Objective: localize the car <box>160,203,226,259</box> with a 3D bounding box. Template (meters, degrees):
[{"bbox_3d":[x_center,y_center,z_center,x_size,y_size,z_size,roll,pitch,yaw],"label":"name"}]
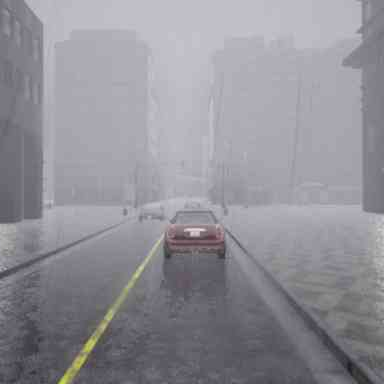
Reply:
[{"bbox_3d":[0.096,1.369,12.879,2.097,1.767,4.553,0,0,0],"label":"car"}]

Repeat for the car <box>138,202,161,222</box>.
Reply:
[{"bbox_3d":[-3.087,1.572,26.542,1.812,1.442,4.674,0,0,0],"label":"car"}]

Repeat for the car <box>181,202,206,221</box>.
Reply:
[{"bbox_3d":[0.095,1.616,28.699,1.994,1.385,4.181,0,0,0],"label":"car"}]
